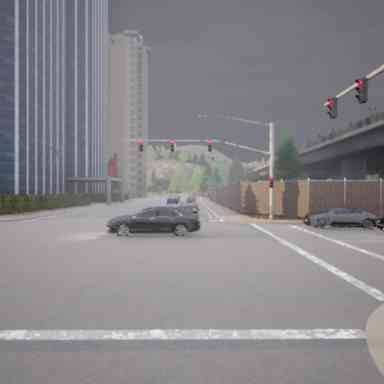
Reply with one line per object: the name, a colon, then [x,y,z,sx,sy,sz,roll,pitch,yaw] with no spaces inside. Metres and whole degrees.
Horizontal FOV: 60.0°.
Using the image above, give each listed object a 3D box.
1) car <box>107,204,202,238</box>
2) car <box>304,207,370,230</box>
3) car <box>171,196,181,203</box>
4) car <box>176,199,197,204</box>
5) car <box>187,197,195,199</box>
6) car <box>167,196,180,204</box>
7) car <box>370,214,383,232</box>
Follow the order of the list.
car: [-1.952,1.540,17.458,4.892,1.490,1.837,0,0,0]
car: [9.360,1.630,21.198,4.181,1.385,1.994,0,0,4]
car: [-3.628,1.578,74.499,2.033,1.411,5.357,0,0,0]
car: [-0.240,1.617,32.290,1.895,1.301,4.718,0,0,2]
car: [-0.110,1.580,63.480,2.033,1.411,5.357,0,0,0]
car: [-3.508,1.509,61.146,1.882,1.535,5.008,0,0,0]
car: [12.357,1.665,17.512,4.718,1.301,1.895,0,0,0]
